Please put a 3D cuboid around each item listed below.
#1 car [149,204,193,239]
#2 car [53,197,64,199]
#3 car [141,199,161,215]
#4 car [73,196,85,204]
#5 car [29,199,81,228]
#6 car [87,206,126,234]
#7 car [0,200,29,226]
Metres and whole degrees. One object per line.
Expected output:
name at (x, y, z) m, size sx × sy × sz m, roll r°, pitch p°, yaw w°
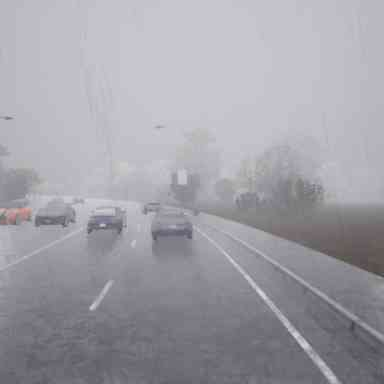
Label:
car at (-1.121, 1.566, 17.317) m, size 1.994 × 1.385 × 4.181 m, roll 0°, pitch 0°, yaw -7°
car at (-24.801, 1.571, 61.674) m, size 1.994 × 1.385 × 4.181 m, roll 0°, pitch 0°, yaw -23°
car at (-4.215, 1.500, 34.602) m, size 2.128 × 1.511 × 4.902 m, roll 0°, pitch 0°, yaw -13°
car at (-21.030, 1.497, 61.800) m, size 1.882 × 1.535 × 5.008 m, roll 0°, pitch 0°, yaw -23°
car at (-9.092, 1.493, 22.477) m, size 1.882 × 1.535 × 5.008 m, roll 0°, pitch 0°, yaw -10°
car at (-4.885, 1.535, 19.407) m, size 1.812 × 1.442 × 4.674 m, roll 0°, pitch 0°, yaw -7°
car at (-12.789, 1.373, 23.227) m, size 2.097 × 1.767 × 4.553 m, roll 0°, pitch 0°, yaw -10°
